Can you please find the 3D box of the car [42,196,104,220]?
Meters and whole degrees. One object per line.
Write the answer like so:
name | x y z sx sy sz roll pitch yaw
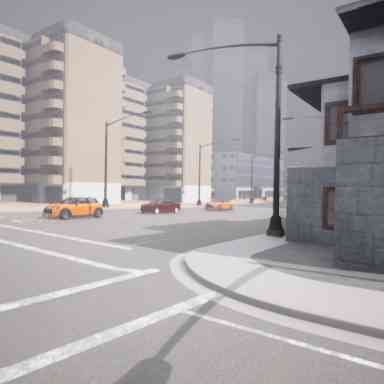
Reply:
car | -9.226 1.160 26.003 2.097 1.767 4.553 2 0 36

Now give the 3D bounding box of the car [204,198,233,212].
car | 3.519 1.576 43.562 2.097 1.767 4.553 2 0 36

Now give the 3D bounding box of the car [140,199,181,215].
car | -3.189 1.449 34.335 1.882 1.535 5.008 2 0 36
